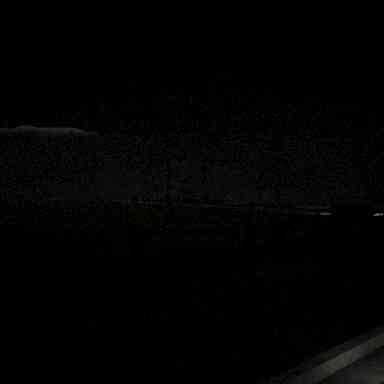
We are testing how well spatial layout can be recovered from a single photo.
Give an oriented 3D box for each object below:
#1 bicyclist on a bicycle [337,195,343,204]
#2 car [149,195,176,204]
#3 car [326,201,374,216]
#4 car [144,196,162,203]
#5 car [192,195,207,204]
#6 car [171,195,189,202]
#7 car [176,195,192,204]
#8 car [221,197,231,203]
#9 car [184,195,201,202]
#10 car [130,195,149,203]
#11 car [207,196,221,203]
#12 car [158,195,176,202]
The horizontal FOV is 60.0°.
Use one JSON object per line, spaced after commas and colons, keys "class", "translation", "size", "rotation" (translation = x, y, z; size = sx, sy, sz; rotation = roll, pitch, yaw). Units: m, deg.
{"class": "bicyclist on a bicycle", "translation": [23.074, 1.292, 51.786], "size": [1.656, 1.620, 0.582], "rotation": [0, 0, -35]}
{"class": "car", "translation": [-5.539, 1.471, 61.255], "size": [1.882, 1.535, 5.008], "rotation": [0, 0, -34]}
{"class": "car", "translation": [14.919, 1.557, 31.498], "size": [1.994, 1.385, 4.181], "rotation": [0, 0, -32]}
{"class": "car", "translation": [-8.500, 1.536, 71.513], "size": [1.895, 1.301, 4.718], "rotation": [0, 0, -35]}
{"class": "car", "translation": [0.195, 1.497, 65.188], "size": [1.837, 1.490, 4.892], "rotation": [0, 0, -35]}
{"class": "car", "translation": [-2.746, 1.434, 75.499], "size": [1.837, 1.490, 4.892], "rotation": [0, 0, -35]}
{"class": "car", "translation": [-2.673, 1.497, 63.268], "size": [1.837, 1.490, 4.892], "rotation": [0, 0, -35]}
{"class": "car", "translation": [5.958, 1.591, 69.162], "size": [1.895, 1.301, 4.718], "rotation": [0, 0, -35]}
{"class": "car", "translation": [0.122, 1.486, 77.505], "size": [1.994, 1.385, 4.181], "rotation": [0, 0, -35]}
{"class": "car", "translation": [-11.351, 1.442, 69.482], "size": [1.837, 1.490, 4.892], "rotation": [0, 0, -35]}
{"class": "car", "translation": [3.111, 1.496, 67.126], "size": [1.837, 1.490, 4.892], "rotation": [0, 0, -35]}
{"class": "car", "translation": [-5.615, 1.438, 73.494], "size": [1.837, 1.490, 4.892], "rotation": [0, 0, -35]}
